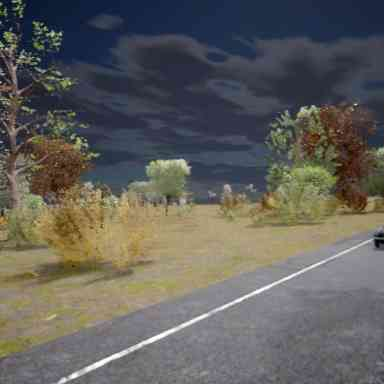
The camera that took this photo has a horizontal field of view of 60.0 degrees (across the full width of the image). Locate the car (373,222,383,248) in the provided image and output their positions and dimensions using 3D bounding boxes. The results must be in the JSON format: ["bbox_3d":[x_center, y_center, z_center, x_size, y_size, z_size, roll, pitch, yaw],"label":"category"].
[{"bbox_3d":[10.329,1.965,16.355,1.895,1.301,4.718,-4,-3,39],"label":"car"}]
